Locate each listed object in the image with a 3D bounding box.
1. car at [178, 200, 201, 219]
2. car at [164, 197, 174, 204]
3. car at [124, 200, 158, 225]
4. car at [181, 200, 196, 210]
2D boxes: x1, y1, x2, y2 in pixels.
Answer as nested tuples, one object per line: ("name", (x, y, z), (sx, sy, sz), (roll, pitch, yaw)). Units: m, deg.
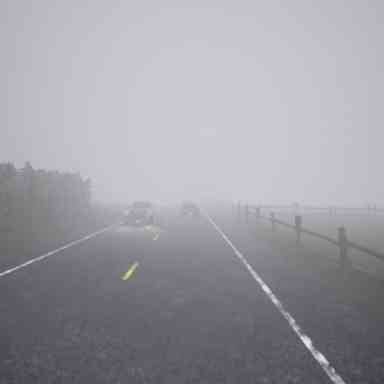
("car", (-0.195, 1.616, 30.954), (1.837, 1.490, 4.892), (0, 0, -1))
("car", (-4.833, 1.704, 70.152), (2.128, 1.511, 4.902), (0, 0, -2))
("car", (-3.733, 1.440, 24.927), (2.097, 1.767, 4.553), (0, 0, 0))
("car", (-0.517, 1.751, 45.615), (1.895, 1.301, 4.718), (0, 0, -1))
